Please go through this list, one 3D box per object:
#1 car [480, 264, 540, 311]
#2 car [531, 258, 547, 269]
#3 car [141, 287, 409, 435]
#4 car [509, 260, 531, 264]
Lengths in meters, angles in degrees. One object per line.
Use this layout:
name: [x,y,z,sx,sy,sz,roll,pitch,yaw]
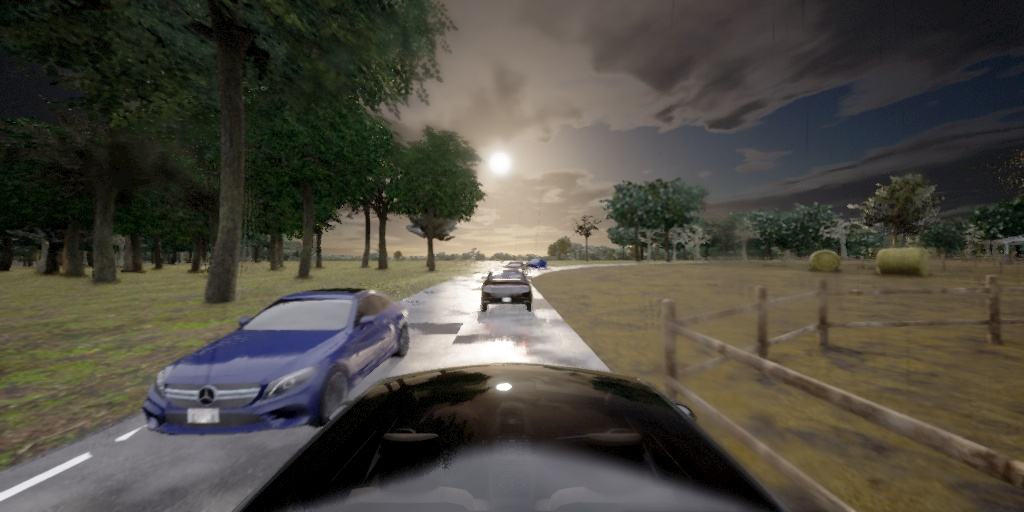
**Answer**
car: [-0.225,1.234,14.361,2.128,1.511,4.902,0,0,-1]
car: [3.537,1.104,52.158,1.882,1.535,5.008,0,0,27]
car: [-3.001,1.274,5.768,1.812,1.442,4.674,0,0,-1]
car: [0.401,1.219,32.292,1.812,1.442,4.674,0,0,8]
